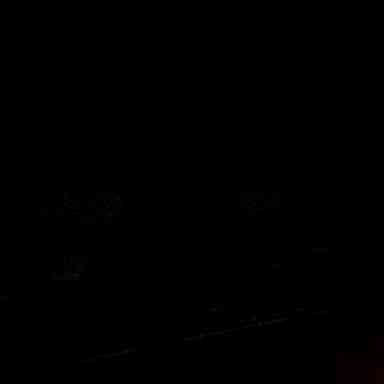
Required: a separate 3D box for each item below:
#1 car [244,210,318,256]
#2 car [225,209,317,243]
[{"bbox_3d":[2.295,1.529,12.222,5.008,1.535,1.882,0,0,-25],"label":"car"},{"bbox_3d":[3.980,1.634,16.846,4.181,1.385,1.994,0,0,-25],"label":"car"}]
